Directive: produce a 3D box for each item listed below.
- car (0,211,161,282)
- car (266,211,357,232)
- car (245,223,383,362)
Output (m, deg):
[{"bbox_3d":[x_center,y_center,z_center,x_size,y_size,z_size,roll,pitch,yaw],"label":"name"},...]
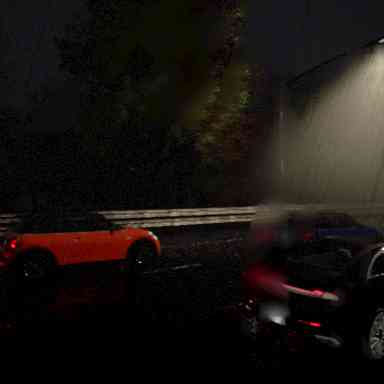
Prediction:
[{"bbox_3d":[-3.202,1.370,10.058,4.553,1.767,2.097,1,0,-35],"label":"car"},{"bbox_3d":[4.560,1.413,11.296,4.553,1.767,2.097,1,0,-35],"label":"car"},{"bbox_3d":[3.139,1.528,5.983,4.902,1.511,2.128,0,0,-36],"label":"car"}]
